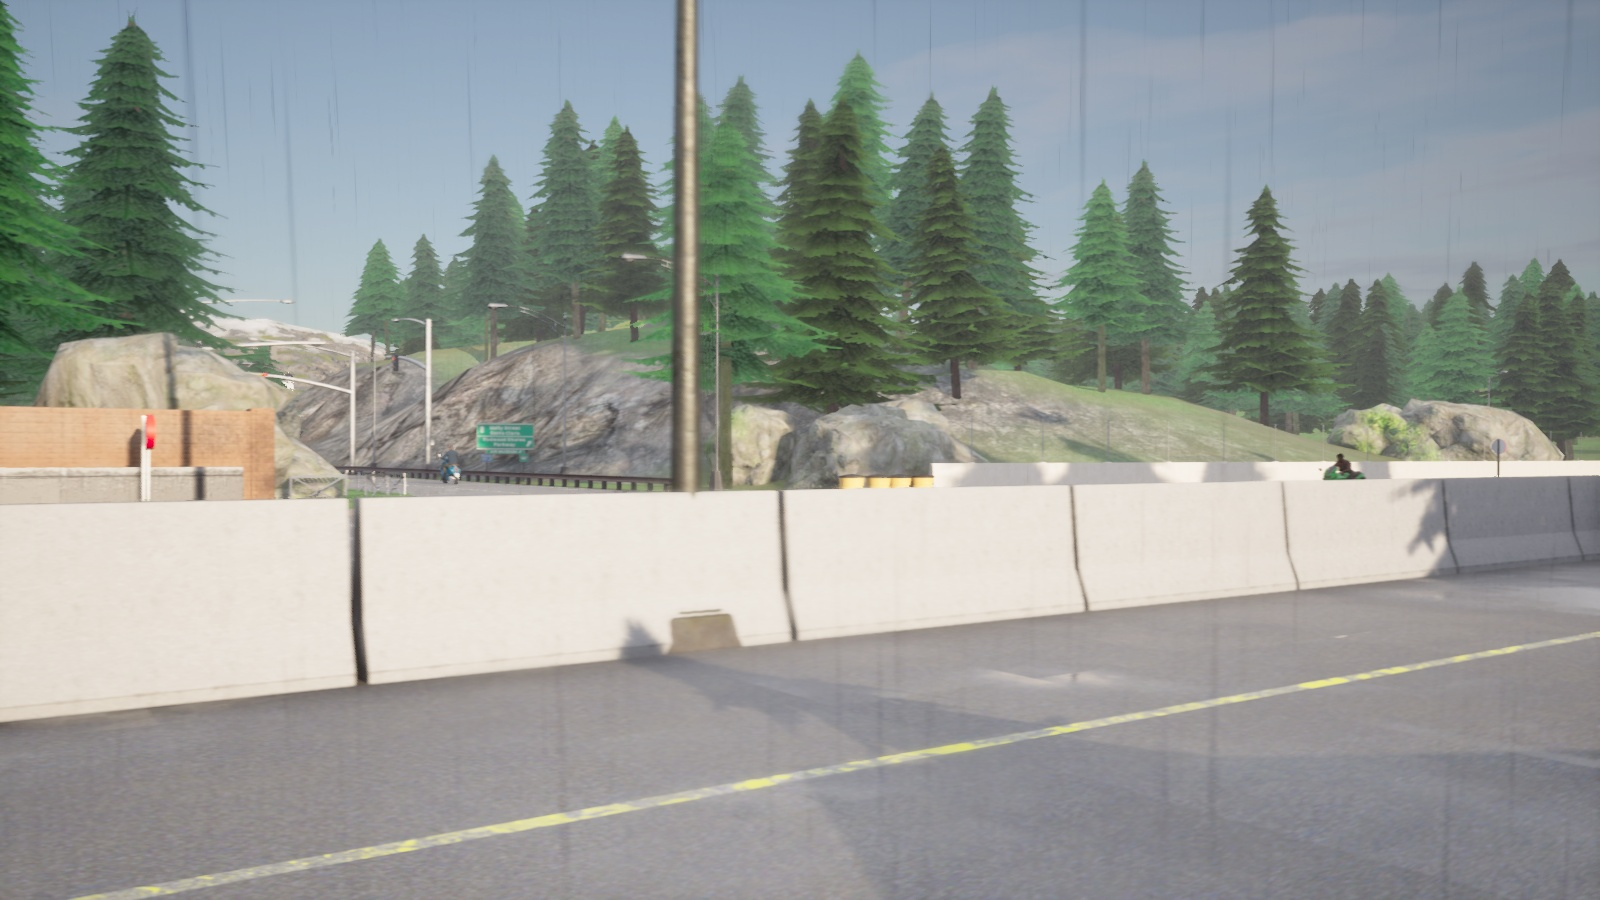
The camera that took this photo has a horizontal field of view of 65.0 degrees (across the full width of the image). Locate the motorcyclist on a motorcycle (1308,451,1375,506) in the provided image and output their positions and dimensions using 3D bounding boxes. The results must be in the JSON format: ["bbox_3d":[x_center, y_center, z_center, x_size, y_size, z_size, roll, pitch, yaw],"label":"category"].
[{"bbox_3d":[15.428,0.782,35.785,2.044,1.523,0.797,0,0,-35],"label":"motorcyclist on a motorcycle"}]

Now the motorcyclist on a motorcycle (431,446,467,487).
[{"bbox_3d":[-14.182,0.658,50.750,0.866,1.590,1.817,0,0,-34],"label":"motorcyclist on a motorcycle"}]
